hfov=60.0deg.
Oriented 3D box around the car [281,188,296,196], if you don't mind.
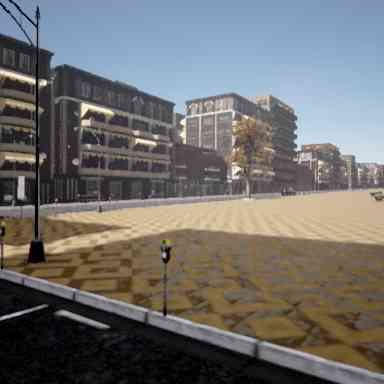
[{"bbox_3d":[23.159,-0.018,79.743,2.150,2.045,5.566,1,1,35],"label":"car"}]
